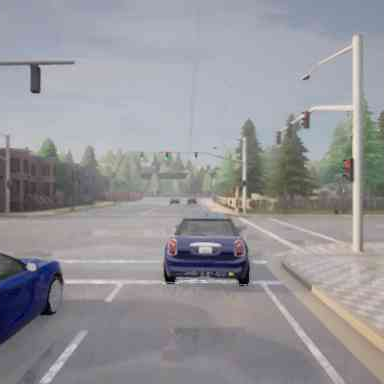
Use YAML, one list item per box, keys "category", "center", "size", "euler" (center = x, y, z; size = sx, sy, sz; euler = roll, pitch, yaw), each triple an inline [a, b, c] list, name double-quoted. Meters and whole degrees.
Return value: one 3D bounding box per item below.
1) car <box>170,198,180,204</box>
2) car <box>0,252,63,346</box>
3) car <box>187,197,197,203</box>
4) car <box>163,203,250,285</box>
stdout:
- category: "car"
  center: [-3.384, 1.795, 67.771]
  size: [1.895, 1.301, 4.718]
  euler: [0, 0, 0]
- category: "car"
  center: [-3.439, 1.491, 4.545]
  size: [1.882, 1.535, 5.008]
  euler: [0, 0, 0]
- category: "car"
  center: [0.016, 1.691, 64.821]
  size: [1.837, 1.490, 4.892]
  euler: [0, 0, 0]
- category: "car"
  center: [0.542, 1.380, 9.828]
  size: [2.097, 1.767, 4.553]
  euler: [0, 0, 6]
